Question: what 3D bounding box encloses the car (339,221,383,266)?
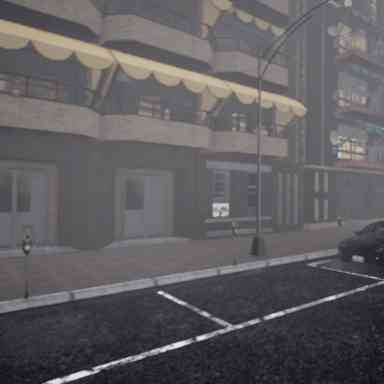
[{"bbox_3d":[6.863,1.697,11.449,4.313,1.339,1.947,1,0,-35],"label":"car"}]
